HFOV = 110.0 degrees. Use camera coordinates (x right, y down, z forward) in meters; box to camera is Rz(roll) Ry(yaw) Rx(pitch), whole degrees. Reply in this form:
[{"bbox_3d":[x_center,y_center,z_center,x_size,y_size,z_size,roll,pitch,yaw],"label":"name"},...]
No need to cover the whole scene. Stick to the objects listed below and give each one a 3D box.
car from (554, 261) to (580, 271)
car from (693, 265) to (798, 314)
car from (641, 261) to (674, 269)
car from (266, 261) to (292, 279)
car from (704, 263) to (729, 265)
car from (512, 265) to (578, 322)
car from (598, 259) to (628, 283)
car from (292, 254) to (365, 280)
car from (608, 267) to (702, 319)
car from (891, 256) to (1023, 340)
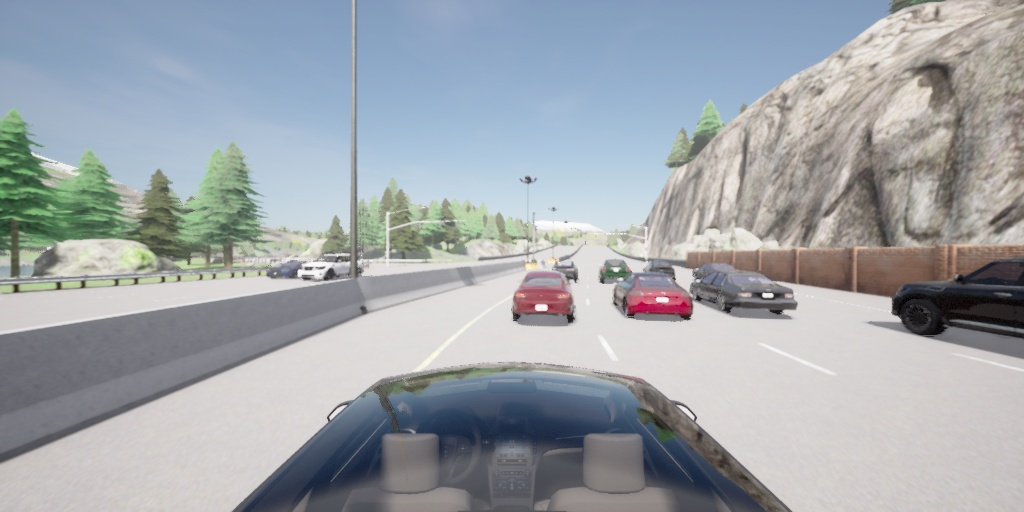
[{"bbox_3d":[3.898,1.093,26.424,2.128,1.511,4.902,1,0,12],"label":"car"},{"bbox_3d":[8.404,1.253,13.598,2.033,1.411,5.357,0,0,11],"label":"car"},{"bbox_3d":[11.400,1.129,28.110,1.837,1.490,4.892,0,1,12],"label":"car"},{"bbox_3d":[-17.219,1.098,28.636,1.994,1.385,4.181,0,0,12],"label":"car"},{"bbox_3d":[14.372,1.201,25.282,2.033,1.411,5.357,0,0,12],"label":"car"},{"bbox_3d":[1.103,1.213,11.957,1.812,1.442,4.674,0,0,8],"label":"car"},{"bbox_3d":[7.443,0.972,26.254,2.097,1.767,4.553,0,0,12],"label":"car"},{"bbox_3d":[-13.799,0.841,27.882,2.150,2.045,5.566,0,0,12],"label":"car"},{"bbox_3d":[4.770,1.261,12.630,1.994,1.385,4.181,0,0,9],"label":"car"},{"bbox_3d":[10.965,0.983,7.065,2.150,2.045,5.566,0,1,5],"label":"car"}]
